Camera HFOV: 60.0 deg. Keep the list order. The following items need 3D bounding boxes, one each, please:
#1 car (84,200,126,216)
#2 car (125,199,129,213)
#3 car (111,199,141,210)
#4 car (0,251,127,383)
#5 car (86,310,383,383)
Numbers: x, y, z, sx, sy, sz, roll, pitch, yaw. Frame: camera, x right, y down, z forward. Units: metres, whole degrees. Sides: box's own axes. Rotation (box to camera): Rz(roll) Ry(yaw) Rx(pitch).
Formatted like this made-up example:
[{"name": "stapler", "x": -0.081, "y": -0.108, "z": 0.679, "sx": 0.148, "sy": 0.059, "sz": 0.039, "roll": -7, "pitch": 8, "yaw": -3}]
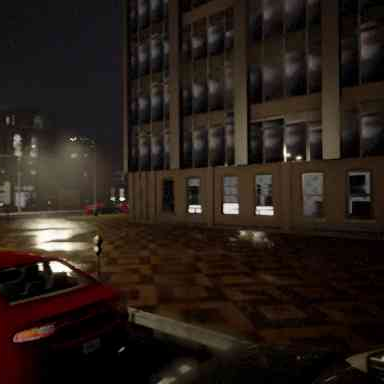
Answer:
[{"name": "car", "x": -9.483, "y": 1.823, "z": 35.374, "sx": 1.802, "sy": 1.307, "sz": 4.206, "roll": -1, "pitch": -1, "yaw": 36}, {"name": "car", "x": -6.230, "y": 1.708, "z": 39.853, "sx": 1.967, "sy": 1.590, "sz": 4.097, "roll": -1, "pitch": -1, "yaw": 36}, {"name": "car", "x": -9.694, "y": 1.823, "z": 49.281, "sx": 1.967, "sy": 1.590, "sz": 4.097, "roll": -1, "pitch": -1, "yaw": 36}, {"name": "car", "x": -2.919, "y": 1.571, "z": 4.960, "sx": 4.507, "sy": 1.381, "sz": 1.887, "roll": 0, "pitch": -1, "yaw": 35}, {"name": "car", "x": 1.715, "y": 1.548, "z": 1.656, "sx": 4.403, "sy": 1.369, "sz": 2.008, "roll": 0, "pitch": -1, "yaw": 35}]
